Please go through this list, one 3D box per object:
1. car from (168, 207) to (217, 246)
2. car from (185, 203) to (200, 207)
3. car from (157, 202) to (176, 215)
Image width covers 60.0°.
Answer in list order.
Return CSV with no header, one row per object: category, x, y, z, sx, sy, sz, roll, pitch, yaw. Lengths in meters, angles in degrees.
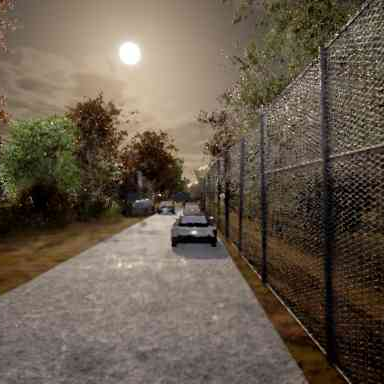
car,0.078,1.625,15.490,1.994,1.385,4.181,0,0,0
car,0.008,1.838,33.931,2.033,1.411,5.357,0,-1,0
car,-2.959,1.874,38.913,2.128,1.511,4.902,0,-1,0
